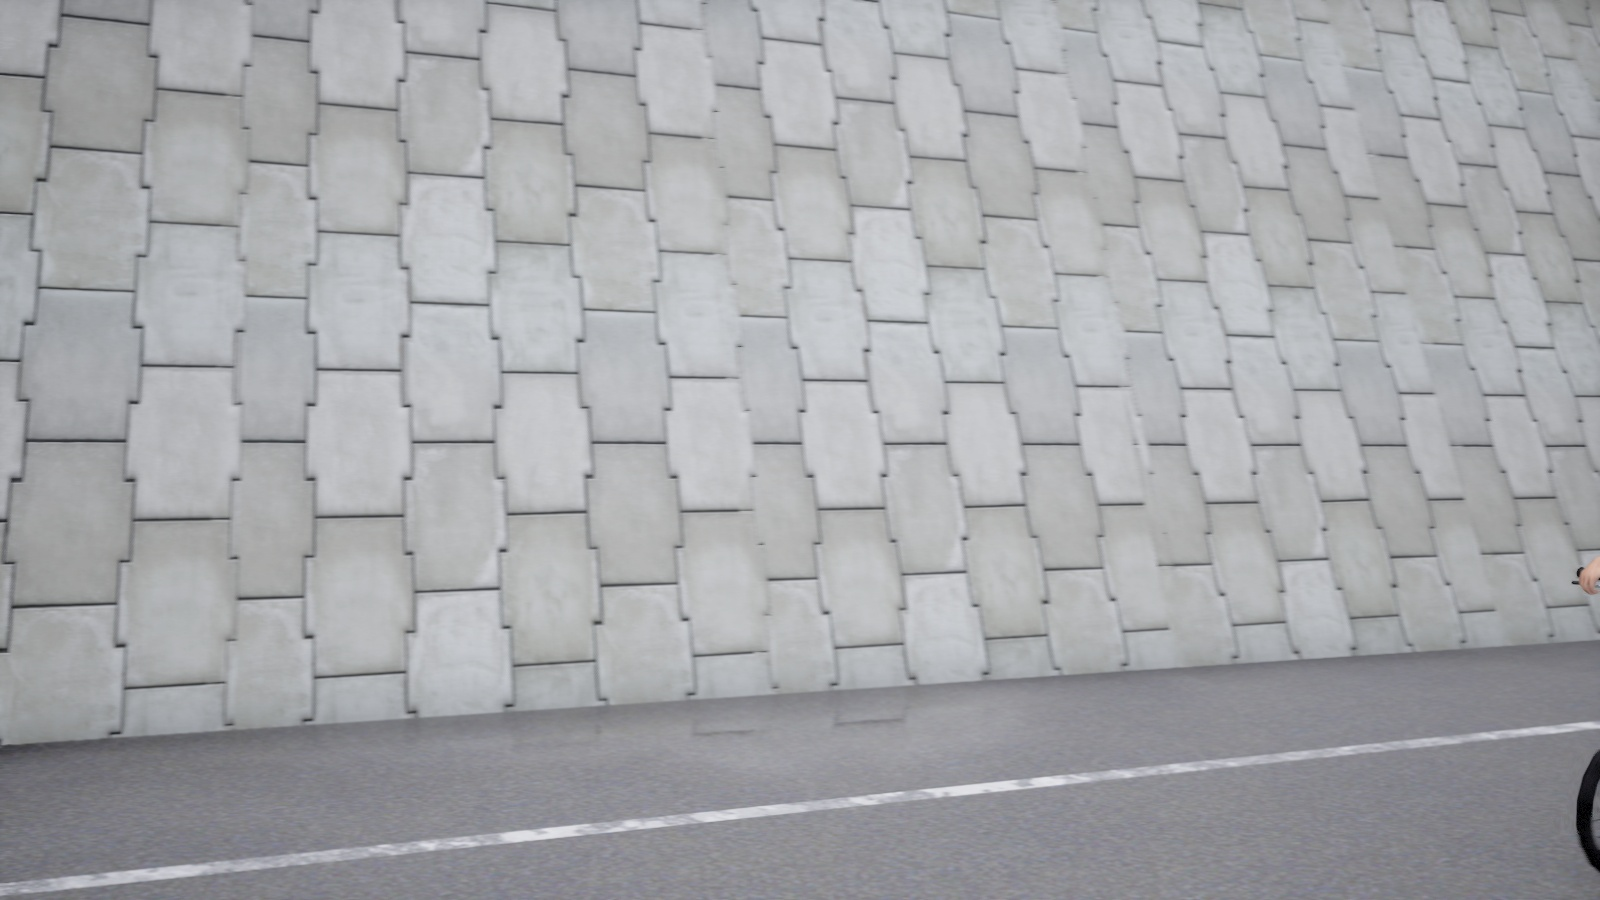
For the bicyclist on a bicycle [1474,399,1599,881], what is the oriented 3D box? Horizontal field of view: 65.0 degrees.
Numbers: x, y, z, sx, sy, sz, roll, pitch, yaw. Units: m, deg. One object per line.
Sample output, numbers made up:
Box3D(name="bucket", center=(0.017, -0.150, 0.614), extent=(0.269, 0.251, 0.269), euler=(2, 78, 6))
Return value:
Box3D(name="bicyclist on a bicycle", center=(3.355, 0.625, 4.507), extent=(1.509, 1.612, 0.866), euler=(-1, 1, -20))
